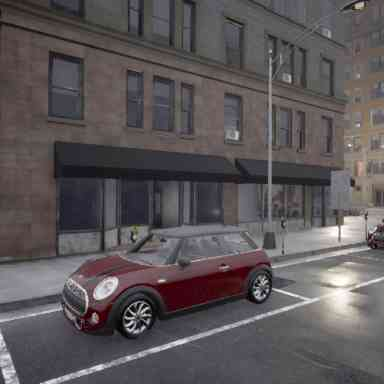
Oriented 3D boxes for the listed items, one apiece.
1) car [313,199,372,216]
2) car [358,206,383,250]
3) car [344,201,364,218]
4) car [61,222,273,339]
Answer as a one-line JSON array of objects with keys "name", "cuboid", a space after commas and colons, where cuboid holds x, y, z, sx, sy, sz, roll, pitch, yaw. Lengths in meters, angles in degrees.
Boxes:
[{"name": "car", "cuboid": [14.437, 1.429, 32.218, 1.837, 1.490, 4.892, 1, 0, -36]}, {"name": "car", "cuboid": [8.581, 1.445, 12.910, 4.097, 1.590, 1.967, 0, 0, -36]}, {"name": "car", "cuboid": [12.540, 1.428, 29.302, 1.812, 1.442, 4.674, 1, 0, -36]}, {"name": "car", "cuboid": [-0.351, 1.441, 6.513, 4.097, 1.590, 1.967, 0, 0, -36]}]
